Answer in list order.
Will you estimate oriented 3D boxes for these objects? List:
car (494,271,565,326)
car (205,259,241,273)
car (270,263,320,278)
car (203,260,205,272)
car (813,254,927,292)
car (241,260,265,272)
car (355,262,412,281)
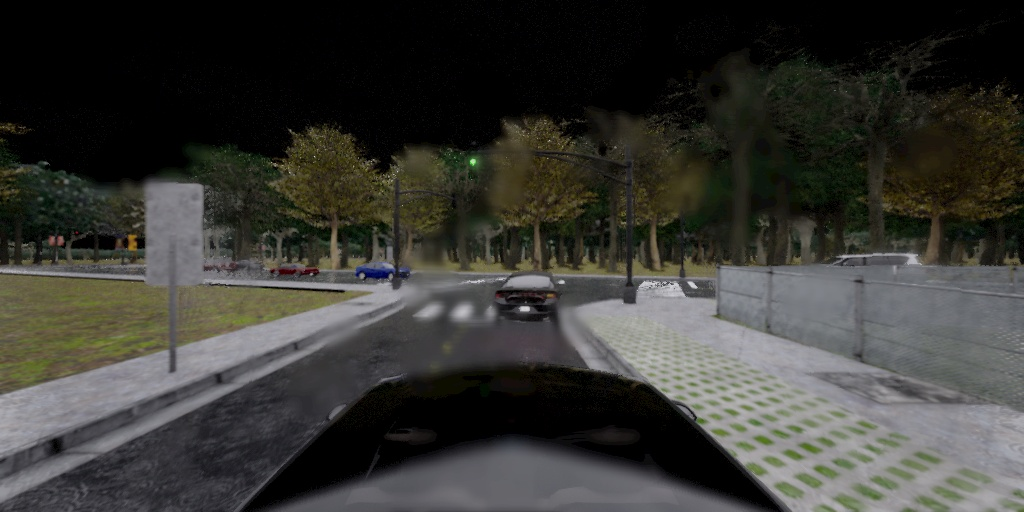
[{"bbox_3d":[0.690,1.222,11.777,1.882,1.535,5.008,0,0,8],"label":"car"},{"bbox_3d":[-36.276,1.119,44.261,4.553,1.767,2.097,0,0,23],"label":"car"},{"bbox_3d":[-20.381,1.349,33.737,4.718,1.301,1.895,0,0,23],"label":"car"},{"bbox_3d":[-38.988,0.981,41.864,5.566,2.045,2.150,0,0,24],"label":"car"},{"bbox_3d":[19.374,0.921,20.297,5.566,2.045,2.150,0,0,23],"label":"car"},{"bbox_3d":[-34.714,1.268,47.127,4.902,1.511,2.128,0,0,23],"label":"car"},{"bbox_3d":[-10.535,1.216,29.475,5.008,1.535,1.882,0,0,23],"label":"car"}]
